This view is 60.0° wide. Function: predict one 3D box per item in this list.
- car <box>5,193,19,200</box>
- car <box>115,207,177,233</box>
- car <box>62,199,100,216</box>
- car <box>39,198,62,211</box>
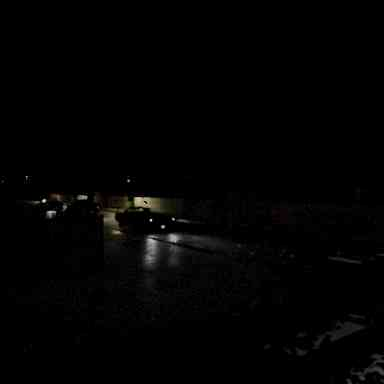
[{"bbox_3d":[-44.966,1.205,83.864,2.033,1.411,5.357,0,0,-36],"label":"car"},{"bbox_3d":[-2.851,1.581,19.913,1.895,1.301,4.718,0,0,-35],"label":"car"},{"bbox_3d":[-9.708,1.427,29.538,1.837,1.490,4.892,0,0,-36],"label":"car"},{"bbox_3d":[-16.706,1.413,39.402,2.033,1.411,5.357,0,0,-35],"label":"car"}]
